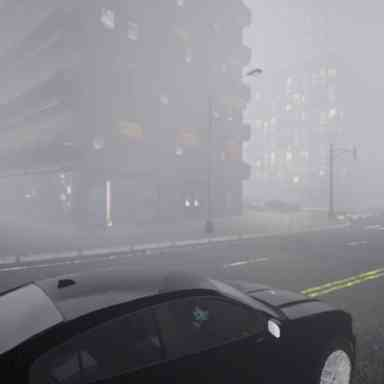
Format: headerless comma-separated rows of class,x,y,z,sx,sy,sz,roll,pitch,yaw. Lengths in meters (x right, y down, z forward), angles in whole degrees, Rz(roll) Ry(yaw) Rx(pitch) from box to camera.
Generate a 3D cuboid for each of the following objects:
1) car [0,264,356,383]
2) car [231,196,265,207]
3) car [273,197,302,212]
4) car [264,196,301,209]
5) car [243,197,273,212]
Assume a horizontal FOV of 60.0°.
car,-0.370,1.489,3.229,5.008,1.535,1.882,0,0,-36
car,7.727,1.349,46.526,4.313,1.339,1.947,1,0,44
car,9.807,1.477,36.498,4.181,1.385,1.994,1,1,44
car,11.653,1.313,42.881,4.097,1.590,1.967,1,0,44
car,6.029,1.388,36.429,4.829,1.417,1.752,1,0,44
